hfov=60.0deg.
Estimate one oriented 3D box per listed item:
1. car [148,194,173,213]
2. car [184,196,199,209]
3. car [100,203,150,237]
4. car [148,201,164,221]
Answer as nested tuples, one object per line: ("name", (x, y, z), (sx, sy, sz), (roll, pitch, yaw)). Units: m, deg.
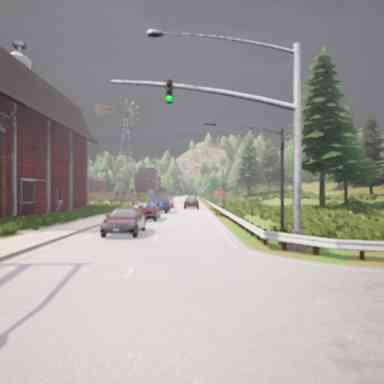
("car", (-3.650, 1.268, 37.269), (2.150, 2.045, 5.566), (0, 0, 1))
("car", (-0.060, 1.403, 45.783), (2.097, 1.767, 4.553), (0, 0, 0))
("car", (-3.630, 1.556, 18.251), (1.812, 1.442, 4.674), (0, 0, 0))
("car", (-3.645, 1.639, 27.412), (1.895, 1.301, 4.718), (0, 0, 0))
